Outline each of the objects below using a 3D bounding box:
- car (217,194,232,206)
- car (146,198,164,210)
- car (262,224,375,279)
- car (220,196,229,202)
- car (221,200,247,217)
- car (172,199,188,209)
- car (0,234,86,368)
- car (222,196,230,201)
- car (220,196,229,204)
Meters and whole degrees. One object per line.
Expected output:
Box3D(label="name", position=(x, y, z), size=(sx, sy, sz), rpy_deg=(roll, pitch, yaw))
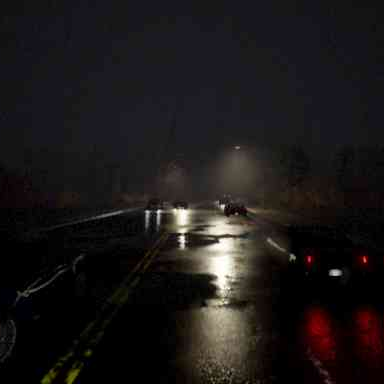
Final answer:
Box3D(label="car", position=(5.883, 1.596, 59.933), size=(2.033, 1.649, 4.856), rpy_deg=(0, 0, 5))
Box3D(label="car", position=(-5.036, 1.639, 45.787), size=(1.837, 1.490, 4.892), rpy_deg=(0, 0, 4))
Box3D(label="car", position=(3.451, 1.638, 10.141), size=(1.895, 1.301, 4.718), rpy_deg=(0, 0, 1))
Box3D(label="car", position=(8.108, 1.686, 81.667), size=(2.128, 1.511, 4.902), rpy_deg=(0, 0, 7))
Box3D(label="car", position=(4.157, 1.706, 32.438), size=(1.895, 1.301, 4.718), rpy_deg=(0, 0, 3))
Box3D(label="car", position=(-1.635, 1.706, 47.800), size=(1.994, 1.385, 4.181), rpy_deg=(0, 0, 4))
Box3D(label="car", position=(-3.297, 1.545, 5.863), size=(1.812, 1.442, 4.674), rpy_deg=(0, 0, 1))
Box3D(label="car", position=(9.473, 1.765, 92.505), size=(1.994, 1.385, 4.181), rpy_deg=(0, 0, 8))
Box3D(label="car", position=(6.911, 1.659, 70.809), size=(1.882, 1.535, 5.008), rpy_deg=(0, 0, 6))
